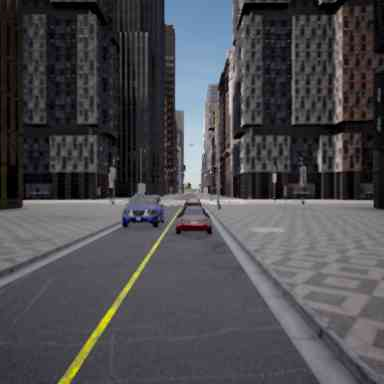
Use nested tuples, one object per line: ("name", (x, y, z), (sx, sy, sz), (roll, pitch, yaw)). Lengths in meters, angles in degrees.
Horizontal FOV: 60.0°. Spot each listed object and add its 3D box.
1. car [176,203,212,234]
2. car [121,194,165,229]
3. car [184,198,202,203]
("car", (0.102, 1.528, 19.112), (1.994, 1.385, 4.181), (0, 0, 0))
("car", (-3.044, 1.183, 21.787), (2.150, 2.045, 5.566), (0, 0, 1))
("car", (0.106, 1.412, 35.816), (1.882, 1.535, 5.008), (0, 0, 0))
